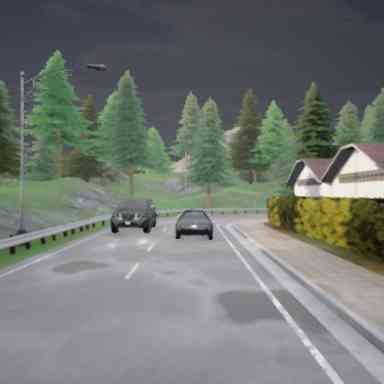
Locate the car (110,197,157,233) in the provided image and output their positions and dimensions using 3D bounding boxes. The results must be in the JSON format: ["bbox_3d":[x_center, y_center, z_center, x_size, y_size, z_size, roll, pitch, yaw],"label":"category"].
[{"bbox_3d":[-3.499,1.360,20.883,2.150,2.045,5.566,0,0,0],"label":"car"}]

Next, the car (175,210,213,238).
[{"bbox_3d":[0.137,1.691,18.478,1.994,1.385,4.181,0,0,1],"label":"car"}]
